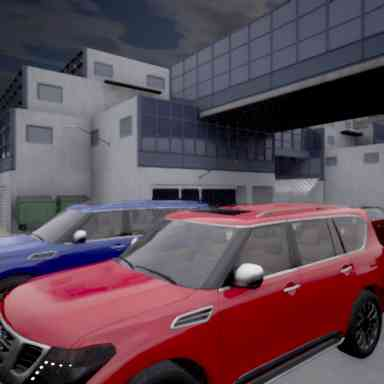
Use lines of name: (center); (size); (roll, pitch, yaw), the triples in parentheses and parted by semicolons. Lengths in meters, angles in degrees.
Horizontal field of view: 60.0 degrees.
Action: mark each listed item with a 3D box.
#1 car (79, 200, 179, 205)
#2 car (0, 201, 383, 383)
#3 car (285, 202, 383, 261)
car: (-1.878, 1.220, 7.020); (5.566, 2.045, 2.150); (0, 0, -36)
car: (0.504, 1.217, 4.381); (5.566, 2.045, 2.150); (0, 0, -37)
car: (5.909, 1.331, 12.830); (4.553, 1.767, 2.097); (0, 0, -37)
